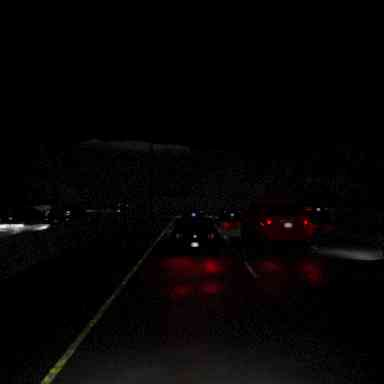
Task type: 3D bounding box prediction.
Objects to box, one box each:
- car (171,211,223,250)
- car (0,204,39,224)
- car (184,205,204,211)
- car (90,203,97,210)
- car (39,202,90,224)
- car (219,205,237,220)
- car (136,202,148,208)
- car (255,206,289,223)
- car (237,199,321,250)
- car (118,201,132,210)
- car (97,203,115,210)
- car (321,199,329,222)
[{"bbox_3d":[0.126,1.748,14.956,1.895,1.301,4.718,0,-1,0],"label":"car"},{"bbox_3d":[-14.042,1.899,27.749,1.994,1.385,4.181,0,-1,0],"label":"car"},{"bbox_3d":[0.162,1.957,32.518,1.812,1.442,4.674,0,-1,0],"label":"car"},{"bbox_3d":[-20.862,2.972,68.904,1.895,1.301,4.718,0,-2,0],"label":"car"},{"bbox_3d":[-10.542,1.693,27.989,2.097,1.767,4.553,0,-1,0],"label":"car"},{"bbox_3d":[3.662,1.959,32.517,1.812,1.442,4.674,0,-1,0],"label":"car"},{"bbox_3d":[-10.362,2.860,68.916,1.882,1.535,5.008,0,-2,0],"label":"car"},{"bbox_3d":[7.157,1.993,30.261,1.895,1.301,4.718,0,-1,0],"label":"car"},{"bbox_3d":[3.627,1.373,15.181,2.150,2.045,5.566,0,-1,0],"label":"car"},{"bbox_3d":[-13.862,2.737,68.957,2.097,1.767,4.553,0,-2,0],"label":"car"},{"bbox_3d":[-17.362,2.919,68.928,2.033,1.411,5.357,0,-2,0],"label":"car"},{"bbox_3d":[10.658,1.622,30.641,2.150,2.045,5.566,0,-1,0],"label":"car"}]
